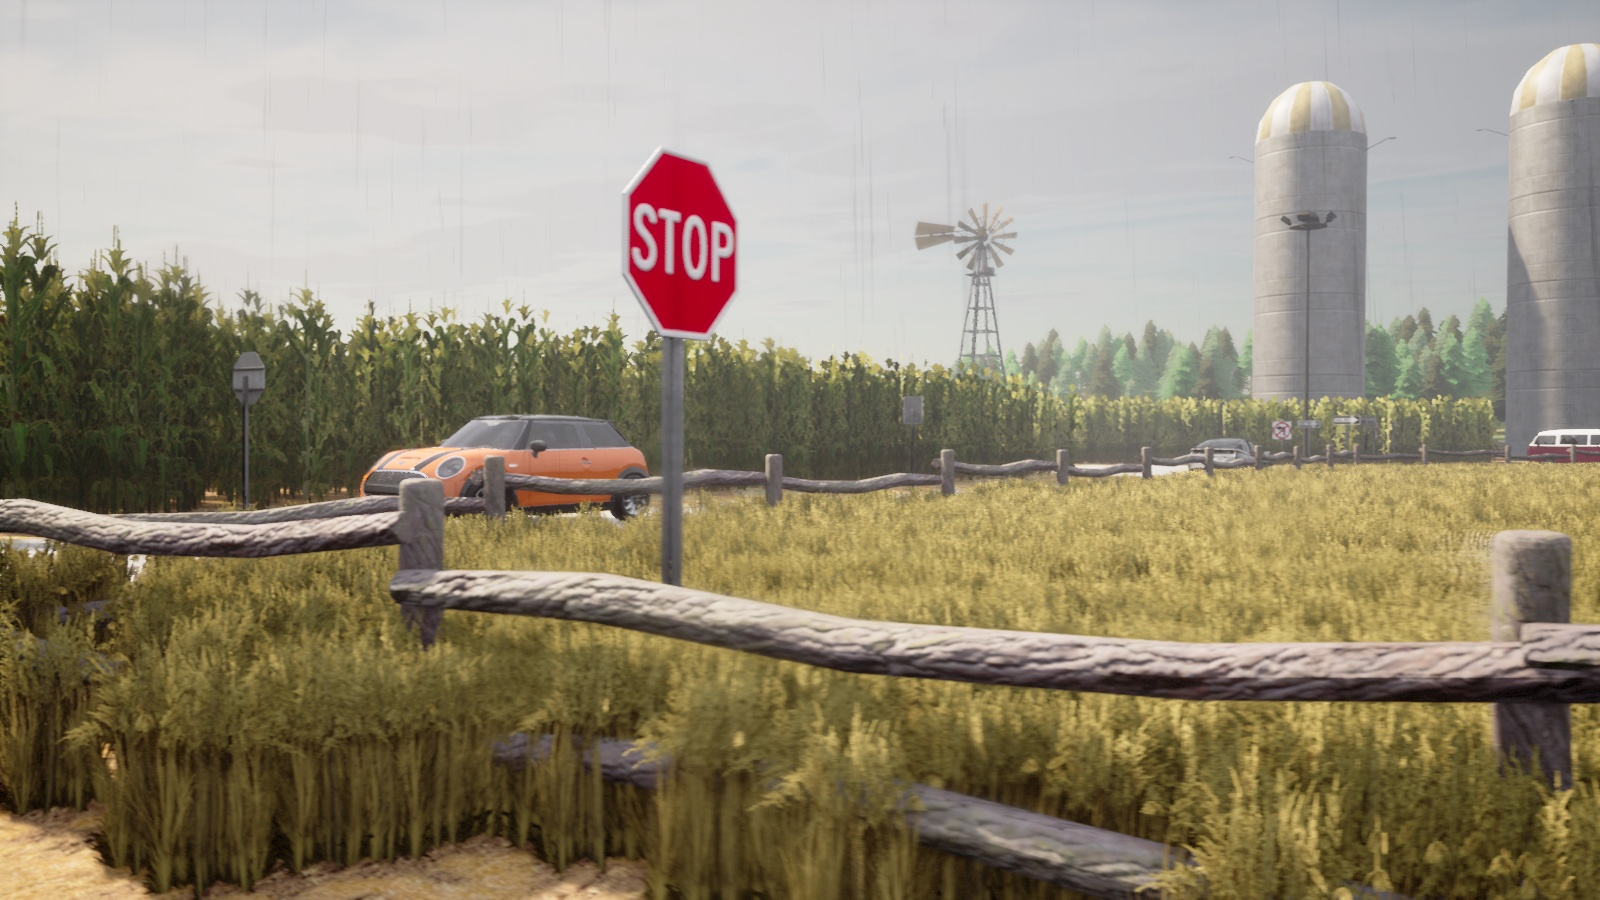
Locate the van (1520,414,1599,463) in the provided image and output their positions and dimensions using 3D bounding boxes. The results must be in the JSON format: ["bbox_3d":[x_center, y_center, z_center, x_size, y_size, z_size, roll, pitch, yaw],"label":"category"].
[{"bbox_3d":[34.301,-0.524,54.870,2.069,2.038,4.480,-3,2,-34],"label":"van"}]

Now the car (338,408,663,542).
[{"bbox_3d":[-4.361,0.320,19.000,2.097,1.767,4.553,0,0,34],"label":"car"}]

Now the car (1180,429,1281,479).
[{"bbox_3d":[14.098,0.092,40.967,2.007,1.525,4.514,0,1,34],"label":"car"}]
